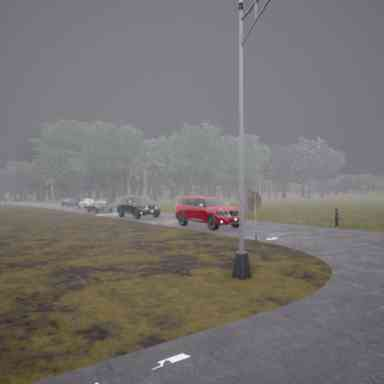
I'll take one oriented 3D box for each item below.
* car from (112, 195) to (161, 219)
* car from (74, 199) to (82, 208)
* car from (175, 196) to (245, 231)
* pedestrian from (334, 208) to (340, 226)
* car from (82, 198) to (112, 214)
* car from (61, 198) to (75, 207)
[{"bbox_3d":[-5.014,1.309,30.543,2.150,2.045,5.566,-2,1,-36],"label":"car"},{"bbox_3d":[-15.967,1.702,50.930,1.812,1.442,4.674,-2,1,-36],"label":"car"},{"bbox_3d":[1.009,1.283,22.110,2.150,2.045,5.566,-2,1,-35],"label":"car"},{"bbox_3d":[9.159,1.612,21.012,0.500,1.100,0.500,-2,1,-36],"label":"pedestrian"},{"bbox_3d":[-10.799,1.668,38.642,1.812,1.442,4.674,-2,1,-35],"label":"car"},{"bbox_3d":[-21.811,1.778,59.096,2.128,1.511,4.902,-2,0,-36],"label":"car"}]
